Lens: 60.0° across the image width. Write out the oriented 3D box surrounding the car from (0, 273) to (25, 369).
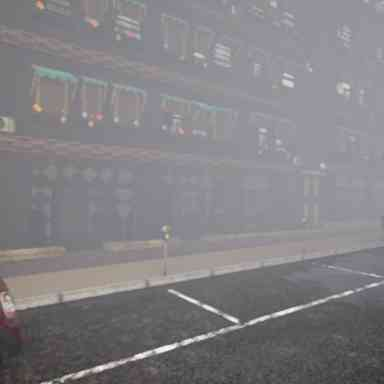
[{"bbox_3d":[-4.178,1.425,3.566,4.097,1.590,1.967,1,0,-35],"label":"car"}]
